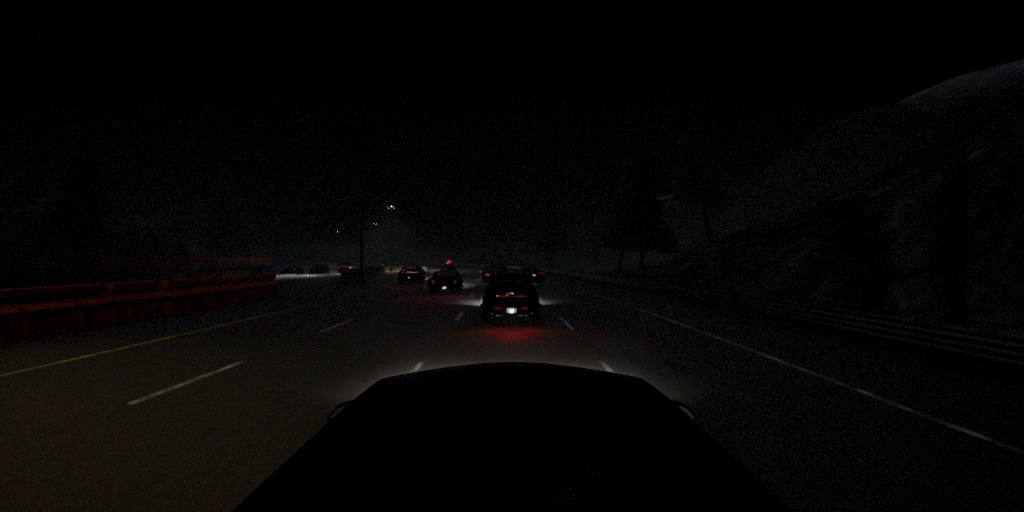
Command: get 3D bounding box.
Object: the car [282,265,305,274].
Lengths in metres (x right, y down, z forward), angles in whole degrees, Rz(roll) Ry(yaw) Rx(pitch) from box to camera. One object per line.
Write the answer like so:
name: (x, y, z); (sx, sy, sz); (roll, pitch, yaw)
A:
car: (-31.404, 1.914, 51.489); (1.895, 1.301, 4.718); (0, -1, -17)

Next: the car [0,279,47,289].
car: (-17.706, 1.406, 11.225); (2.033, 1.411, 5.357); (0, -1, -1)

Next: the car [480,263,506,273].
car: (-1.820, 1.645, 32.566); (2.033, 1.411, 5.357); (0, -1, -9)

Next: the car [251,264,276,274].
car: (-34.679, 1.862, 50.118); (1.994, 1.385, 4.181); (0, -1, -17)

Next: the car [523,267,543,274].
car: (1.633, 1.667, 33.055); (1.994, 1.385, 4.181); (0, -1, -8)

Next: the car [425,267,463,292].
car: (-4.225, 1.595, 23.389); (1.895, 1.301, 4.718); (0, -1, -6)

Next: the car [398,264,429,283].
car: (-8.779, 1.580, 31.674); (2.128, 1.511, 4.902); (0, -1, -8)

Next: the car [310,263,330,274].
car: (-28.139, 1.817, 52.683); (2.128, 1.511, 4.902); (0, -1, -17)

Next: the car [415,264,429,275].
car: (-12.536, 1.819, 49.898); (1.812, 1.442, 4.674); (0, -1, -15)

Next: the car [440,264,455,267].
car: (-8.904, 1.819, 49.878); (1.812, 1.442, 4.674); (0, -1, -15)

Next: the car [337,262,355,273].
car: (-24.876, 1.692, 53.924); (2.097, 1.767, 4.553); (0, -1, -17)

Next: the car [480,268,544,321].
car: (-0.099, 1.385, 13.148); (1.837, 1.490, 4.892); (0, 0, -2)
